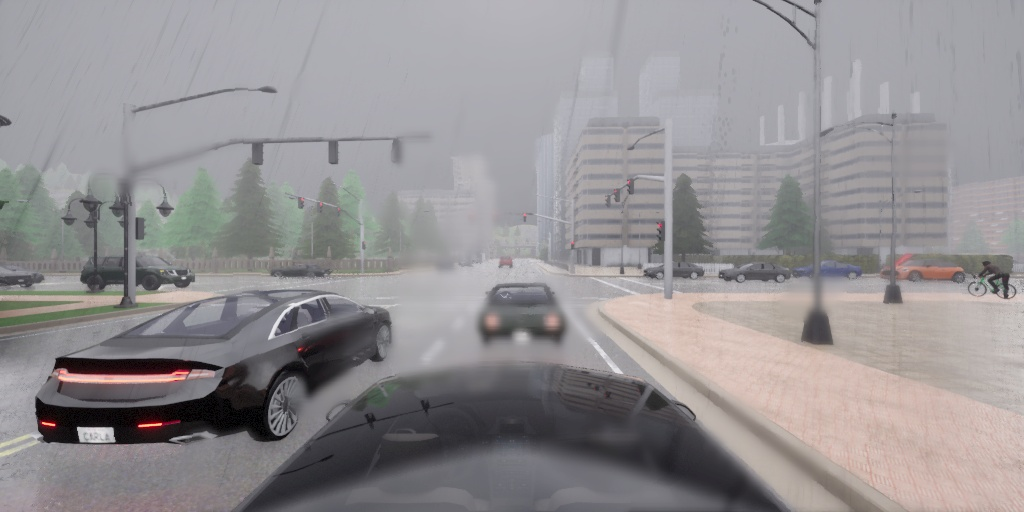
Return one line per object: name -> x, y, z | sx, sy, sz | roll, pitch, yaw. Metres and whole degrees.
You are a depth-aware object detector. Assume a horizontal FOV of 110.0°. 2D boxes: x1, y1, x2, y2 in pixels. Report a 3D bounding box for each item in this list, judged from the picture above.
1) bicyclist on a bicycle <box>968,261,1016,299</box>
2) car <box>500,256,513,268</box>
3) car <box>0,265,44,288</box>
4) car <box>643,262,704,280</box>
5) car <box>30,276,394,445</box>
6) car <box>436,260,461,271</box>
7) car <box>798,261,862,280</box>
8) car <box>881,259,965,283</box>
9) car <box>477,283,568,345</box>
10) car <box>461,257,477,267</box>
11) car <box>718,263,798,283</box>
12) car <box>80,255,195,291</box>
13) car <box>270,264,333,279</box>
bicyclist on a bicycle -> 21.181, 1.051, 15.859 | 0.582, 1.620, 1.656 | 0, 0, 2
car -> -1.007, 0.971, 63.671 | 2.150, 2.045, 5.566 | 0, 0, 2
car -> -32.415, 1.228, 21.939 | 5.008, 1.535, 1.882 | 0, 0, 2
car -> 13.962, 1.255, 31.089 | 4.892, 1.490, 1.837 | 0, 0, 2
car -> -3.330, 1.242, 5.343 | 2.128, 1.511, 4.902 | 0, 0, 1
car -> -8.730, 1.297, 48.231 | 2.033, 1.411, 5.357 | 0, 0, 2
car -> 26.812, 1.228, 30.663 | 5.008, 1.535, 1.882 | 0, 0, 2
car -> 30.822, 1.102, 27.025 | 4.553, 1.767, 2.097 | 0, 0, 2
car -> 0.263, 1.351, 9.494 | 1.895, 1.301, 4.718 | 0, 0, 1
car -> -8.170, 1.242, 63.762 | 2.128, 1.511, 4.902 | 0, 0, 2
car -> 18.483, 1.255, 27.438 | 4.892, 1.490, 1.837 | 0, 0, 2
car -> -22.429, 0.971, 21.581 | 5.566, 2.045, 2.150 | 0, 0, 2
car -> -18.644, 1.351, 31.782 | 4.718, 1.301, 1.895 | 0, 0, 2
